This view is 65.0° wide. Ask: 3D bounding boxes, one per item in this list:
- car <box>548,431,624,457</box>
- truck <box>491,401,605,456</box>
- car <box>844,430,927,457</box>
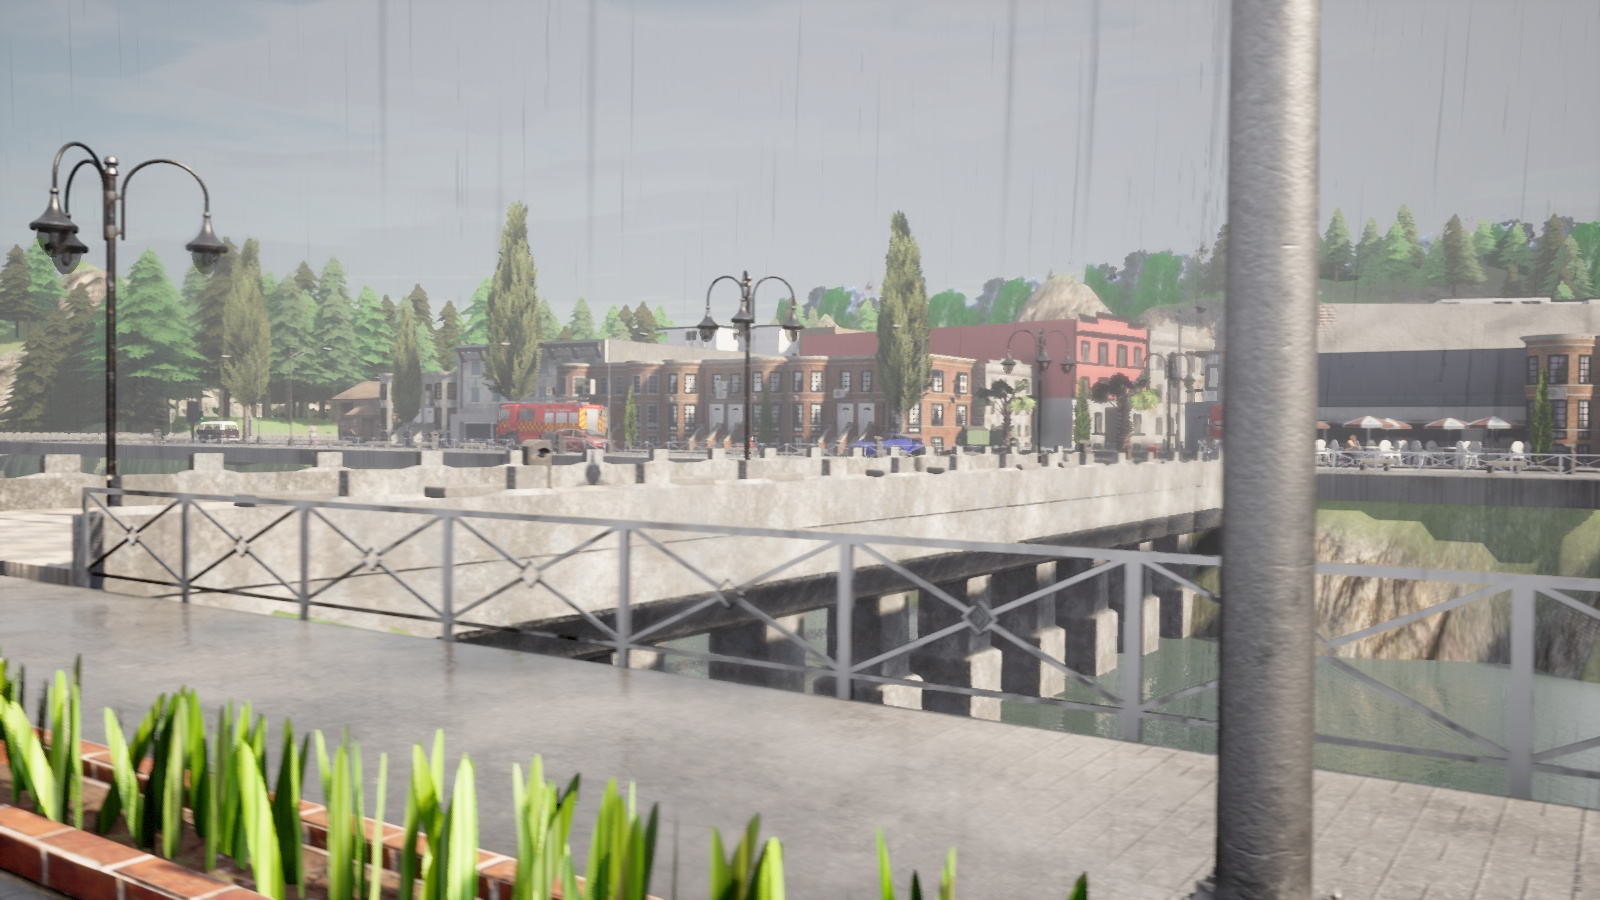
[{"bbox_3d":[-14.137,-0.427,82.841,4.611,1.667,2.242,0,1,34],"label":"car"},{"bbox_3d":[-18.176,-1.501,90.303,8.468,3.827,2.891,0,1,34],"label":"truck"},{"bbox_3d":[5.090,-0.390,74.877,4.514,1.525,2.007,0,1,34],"label":"car"}]
